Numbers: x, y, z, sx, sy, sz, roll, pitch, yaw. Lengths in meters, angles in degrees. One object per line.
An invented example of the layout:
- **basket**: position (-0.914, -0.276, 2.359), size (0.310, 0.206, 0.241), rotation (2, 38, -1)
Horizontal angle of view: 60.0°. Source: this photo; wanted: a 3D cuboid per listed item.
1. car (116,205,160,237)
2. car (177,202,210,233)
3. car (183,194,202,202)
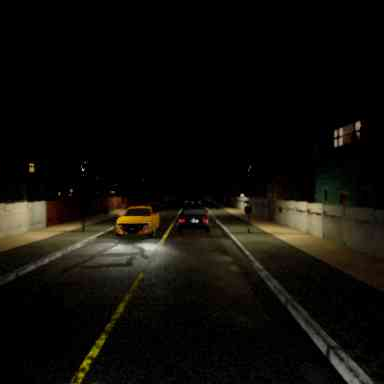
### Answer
- **car**: position (-2.857, 1.511, 18.413), size (1.882, 1.535, 5.008), rotation (0, 0, 0)
- **car**: position (0.089, 1.584, 20.107), size (2.033, 1.411, 5.357), rotation (0, 0, 0)
- **car**: position (0.087, 1.299, 40.593), size (2.150, 2.045, 5.566), rotation (0, 0, 0)
